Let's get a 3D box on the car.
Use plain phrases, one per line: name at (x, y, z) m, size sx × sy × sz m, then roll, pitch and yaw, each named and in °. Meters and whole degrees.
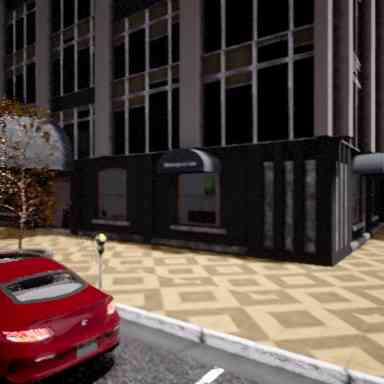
car at (-2.859, 1.580, 4.911) m, size 4.206 × 1.307 × 1.802 m, roll 0°, pitch 0°, yaw 35°
